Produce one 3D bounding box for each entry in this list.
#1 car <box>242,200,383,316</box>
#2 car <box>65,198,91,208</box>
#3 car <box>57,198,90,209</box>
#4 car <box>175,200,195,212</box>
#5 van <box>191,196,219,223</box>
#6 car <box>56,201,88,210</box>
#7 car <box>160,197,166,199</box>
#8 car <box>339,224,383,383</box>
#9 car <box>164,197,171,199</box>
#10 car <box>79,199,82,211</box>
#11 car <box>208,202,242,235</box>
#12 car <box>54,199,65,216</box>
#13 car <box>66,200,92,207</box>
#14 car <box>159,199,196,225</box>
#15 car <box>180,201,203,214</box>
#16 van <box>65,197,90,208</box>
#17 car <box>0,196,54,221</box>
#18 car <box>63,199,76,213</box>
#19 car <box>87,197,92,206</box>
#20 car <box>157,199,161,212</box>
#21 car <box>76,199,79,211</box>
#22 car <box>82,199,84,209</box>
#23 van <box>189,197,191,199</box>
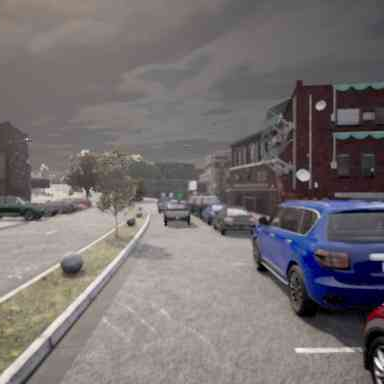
[{"bbox_3d":[2.888,1.190,7.566,2.435,2.045,5.566,0,0,-1],"label":"car"},{"bbox_3d":[-22.397,2.177,65.503,4.553,1.767,2.185,0,-1,-14],"label":"car"},{"bbox_3d":[-18.480,2.046,49.685,5.366,1.575,1.946,0,-1,-11],"label":"car"},{"bbox_3d":[-1.074,1.882,46.081,2.097,1.535,5.008,0,-1,-9],"label":"car"},{"bbox_3d":[1.270,1.357,29.765,1.878,1.987,4.442,0,-1,-6],"label":"van"},{"bbox_3d":[-19.805,2.183,54.971,4.674,1.452,2.002,0,-1,-12],"label":"car"},{"bbox_3d":[-5.441,1.987,66.365,2.150,2.045,5.566,0,-1,-13],"label":"car"},{"bbox_3d":[3.000,1.338,1.957,2.185,1.767,4.553,0,0,0],"label":"car"},{"bbox_3d":[-3.222,2.067,56.646,1.882,1.535,5.008,0,-1,-12],"label":"car"},{"bbox_3d":[-17.593,1.978,44.293,4.792,1.488,2.163,0,-1,-10],"label":"car"},{"bbox_3d":[2.286,1.506,18.595,2.002,1.452,4.674,0,0,-4],"label":"car"},{"bbox_3d":[-15.824,1.751,33.388,4.792,1.488,2.163,0,-1,-7],"label":"car"},{"bbox_3d":[-23.021,2.340,68.184,4.892,1.521,2.231,0,-1,-14],"label":"car"},{"bbox_3d":[-1.174,1.536,24.331,2.128,1.511,4.902,0,-1,-5],"label":"car"},{"bbox_3d":[-0.179,1.809,40.662,2.163,1.488,4.792,0,-1,-8],"label":"car"},{"bbox_3d":[-21.592,2.039,62.864,4.442,1.987,1.878,0,-1,-14],"label":"van"},{"bbox_3d":[-15.130,1.371,27.972,5.566,2.045,2.435,0,-1,-6],"label":"car"},{"bbox_3d":[-16.685,1.840,38.910,4.892,1.521,2.231,0,-1,-9],"label":"car"},{"bbox_3d":[-21.068,1.976,60.166,5.566,2.045,2.435,0,-1,-14],"label":"car"},{"bbox_3d":[-3.331,1.932,41.589,1.895,1.301,4.718,0,-1,-9],"label":"car"},{"bbox_3d":[-17.171,1.924,41.598,4.792,1.488,2.163,0,-1,-9],"label":"car"},{"bbox_3d":[-18.130,2.040,46.971,4.674,1.452,2.002,0,-1,-11],"label":"car"},{"bbox_3d":[0.588,1.448,35.261,1.878,1.987,4.442,0,-1,-7],"label":"van"}]
